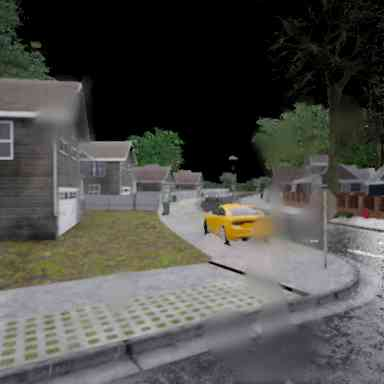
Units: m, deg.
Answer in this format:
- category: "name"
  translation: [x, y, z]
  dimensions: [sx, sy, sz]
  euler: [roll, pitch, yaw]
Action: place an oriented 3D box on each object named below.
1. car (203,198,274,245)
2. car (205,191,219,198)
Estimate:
- category: "car"
  translation: [1.883, 1.270, 14.651]
  dimensions: [1.882, 1.535, 5.008]
  euler: [-1, 1, -11]
- category: "car"
  translation: [3.363, 0.636, 55.256]
  dimensions: [2.097, 1.767, 4.553]
  euler: [0, 1, 7]
